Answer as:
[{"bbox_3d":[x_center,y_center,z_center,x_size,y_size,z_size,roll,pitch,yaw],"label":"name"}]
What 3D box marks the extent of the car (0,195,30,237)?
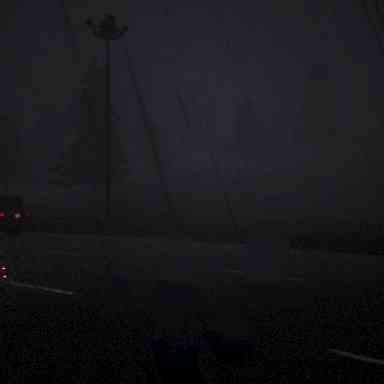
[{"bbox_3d":[-10.570,1.175,15.907,5.566,2.045,2.150,0,0,15],"label":"car"}]
